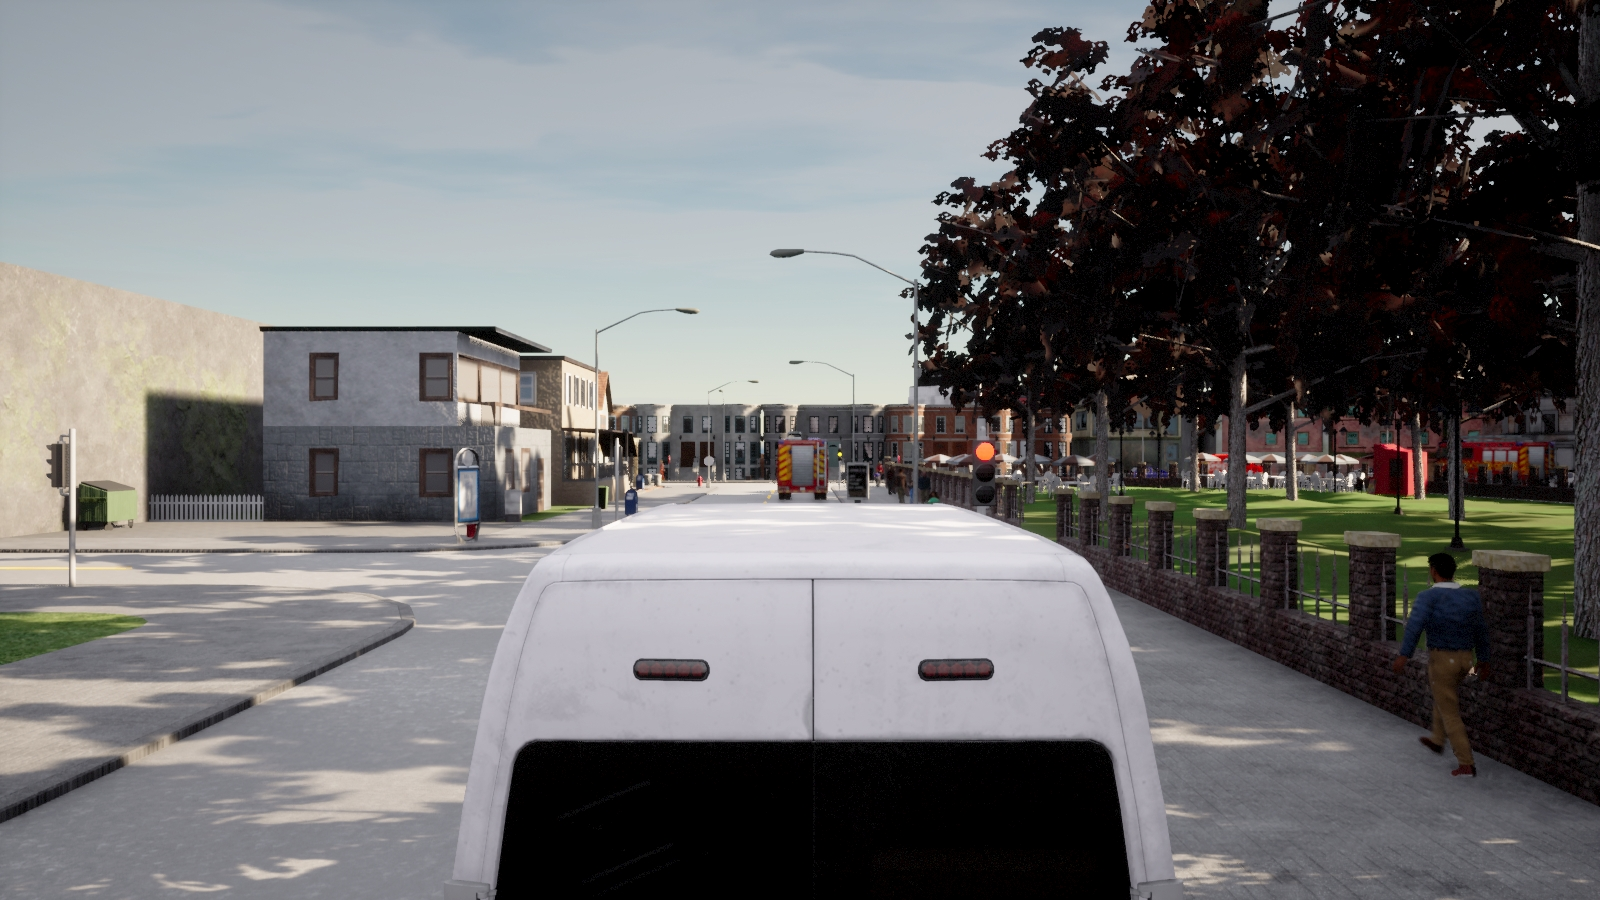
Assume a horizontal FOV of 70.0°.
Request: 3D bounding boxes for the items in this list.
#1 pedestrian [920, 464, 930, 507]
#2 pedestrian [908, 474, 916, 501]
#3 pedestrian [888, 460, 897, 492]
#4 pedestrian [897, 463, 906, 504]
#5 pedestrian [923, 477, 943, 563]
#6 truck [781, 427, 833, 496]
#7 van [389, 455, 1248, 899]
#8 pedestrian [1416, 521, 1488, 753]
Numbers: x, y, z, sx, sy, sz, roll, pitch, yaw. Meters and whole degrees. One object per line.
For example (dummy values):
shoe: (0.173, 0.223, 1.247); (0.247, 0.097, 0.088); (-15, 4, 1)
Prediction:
pedestrian: (5.438, 1.525, 49.778); (0.375, 1.860, 0.375); (0, 0, 0)
pedestrian: (5.390, 1.805, 54.976); (0.375, 1.300, 0.375); (0, 0, 2)
pedestrian: (5.439, 1.525, 67.222); (0.375, 1.860, 0.375); (0, 0, -15)
pedestrian: (4.647, 1.525, 52.471); (0.375, 1.860, 0.375); (0, 0, -4)
pedestrian: (2.915, 1.525, 25.050); (0.375, 1.860, 0.375); (0, 0, 14)
truck: (0.406, 0.668, 68.055); (2.891, 3.827, 8.468); (0, 0, 0)
van: (0.036, 1.314, 5.605); (1.988, 2.561, 5.915); (0, 0, 0)
pedestrian: (5.379, 1.526, 9.436); (0.375, 1.860, 0.375); (0, 0, -1)
